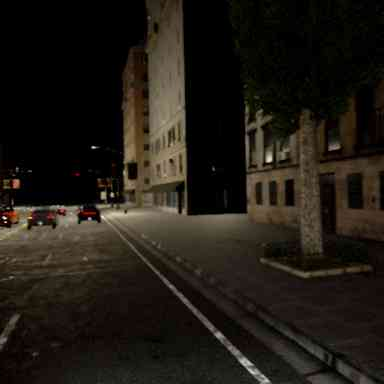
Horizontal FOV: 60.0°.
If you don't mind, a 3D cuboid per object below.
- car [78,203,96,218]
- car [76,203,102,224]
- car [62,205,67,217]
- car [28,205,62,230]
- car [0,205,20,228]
[{"bbox_3d":[-12.087,2.037,38.183,1.812,1.442,4.674,-1,0,-18],"label":"car"},{"bbox_3d":[-8.842,1.885,28.607,1.837,1.490,4.892,-1,0,-18],"label":"car"},{"bbox_3d":[-15.382,2.184,38.128,1.895,1.301,4.718,-1,0,-18],"label":"car"},{"bbox_3d":[-11.013,1.929,24.799,1.812,1.442,4.674,-1,-1,-18],"label":"car"},{"bbox_3d":[-15.084,1.852,26.162,2.097,1.767,4.553,-1,0,-18],"label":"car"}]
